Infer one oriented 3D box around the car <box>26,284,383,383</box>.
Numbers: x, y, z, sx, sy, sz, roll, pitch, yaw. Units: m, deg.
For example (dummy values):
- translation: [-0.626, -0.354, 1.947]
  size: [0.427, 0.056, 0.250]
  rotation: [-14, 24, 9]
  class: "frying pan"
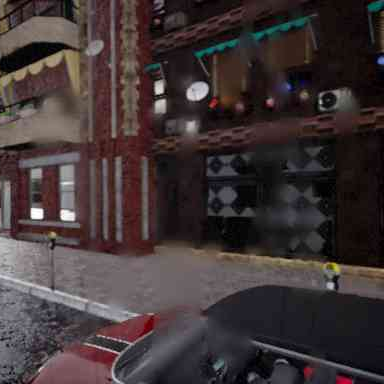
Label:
- translation: [0.538, 1.446, 2.347]
  size: [4.097, 1.590, 1.967]
  rotation: [0, -1, 35]
  class: "car"
